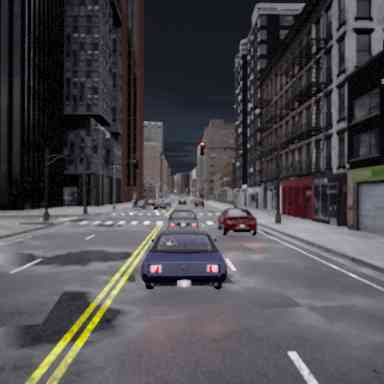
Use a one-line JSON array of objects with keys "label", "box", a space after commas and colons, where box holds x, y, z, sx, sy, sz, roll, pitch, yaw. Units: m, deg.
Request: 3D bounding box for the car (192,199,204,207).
[{"label": "car", "box": [1.420, 2.202, 65.571, 1.837, 1.490, 4.892, 0, -1, -2]}]

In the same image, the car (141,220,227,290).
[{"label": "car", "box": [-0.226, 1.695, 9.347, 1.895, 1.301, 4.718, 0, -1, -2]}]

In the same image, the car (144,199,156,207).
[{"label": "car", "box": [-8.482, 2.162, 67.082, 1.882, 1.535, 5.008, 0, 0, -1]}]

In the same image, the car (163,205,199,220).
[{"label": "car", "box": [-0.520, 1.747, 19.662, 2.033, 1.411, 5.357, 0, -1, -2]}]

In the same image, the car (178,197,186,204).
[{"label": "car", "box": [-2.556, 2.110, 87.448, 2.097, 1.767, 4.553, 0, -1, -2]}]

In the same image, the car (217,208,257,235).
[{"label": "car", "box": [2.648, 1.694, 20.270, 1.882, 1.535, 5.008, 0, -1, -1]}]

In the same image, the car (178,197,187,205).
[{"label": "car", "box": [-2.260, 2.282, 77.060, 1.882, 1.535, 5.008, 0, -1, -2]}]

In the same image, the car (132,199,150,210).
[{"label": "car", "box": [-8.124, 2.023, 51.691, 1.837, 1.490, 4.892, 0, -1, -1]}]

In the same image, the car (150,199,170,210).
[{"label": "car", "box": [-4.867, 2.072, 51.318, 2.033, 1.411, 5.357, 0, -1, -2]}]
